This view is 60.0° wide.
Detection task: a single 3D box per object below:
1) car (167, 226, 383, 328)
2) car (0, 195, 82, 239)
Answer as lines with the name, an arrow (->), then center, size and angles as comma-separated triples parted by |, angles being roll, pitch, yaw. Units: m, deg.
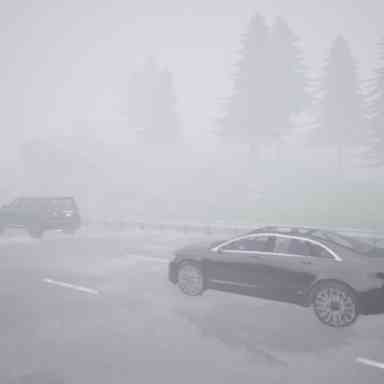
car -> 1.687, 1.477, 6.955 | 4.902, 1.511, 2.128 | 0, 0, 35
car -> -8.276, 1.202, 17.519 | 5.566, 2.045, 2.150 | 0, 0, 31
